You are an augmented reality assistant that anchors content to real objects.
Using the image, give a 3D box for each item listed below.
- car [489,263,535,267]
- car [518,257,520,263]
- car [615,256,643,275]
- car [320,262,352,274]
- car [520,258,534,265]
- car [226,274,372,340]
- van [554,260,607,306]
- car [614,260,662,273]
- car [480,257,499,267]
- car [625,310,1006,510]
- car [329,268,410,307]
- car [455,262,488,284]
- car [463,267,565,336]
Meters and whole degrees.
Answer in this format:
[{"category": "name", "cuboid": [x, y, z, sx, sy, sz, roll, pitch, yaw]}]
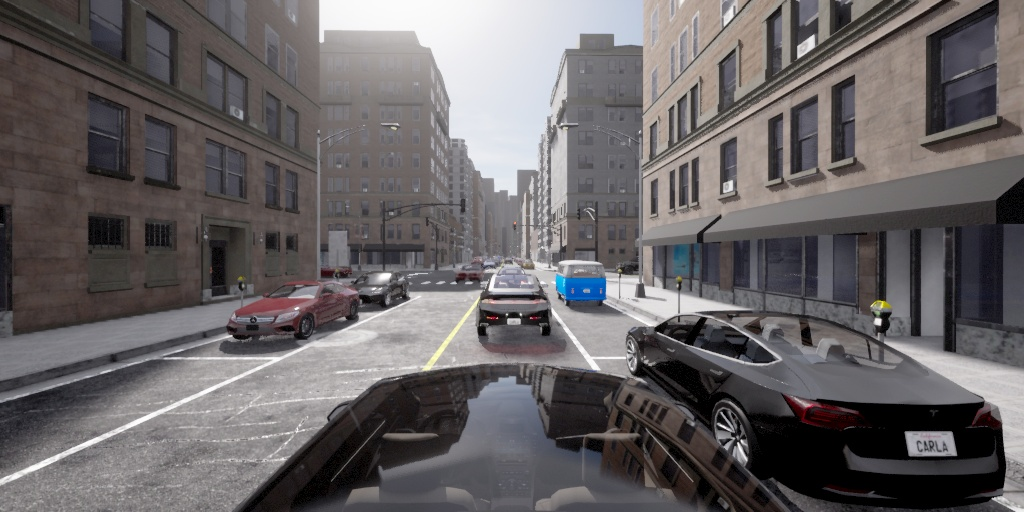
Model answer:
[{"category": "car", "cuboid": [-0.034, 1.297, 20.131, 2.033, 1.411, 5.357, 0, 0, 0]}, {"category": "car", "cuboid": [2.462, 1.179, 60.133, 1.967, 1.591, 4.097, 0, 0, -1]}, {"category": "car", "cuboid": [14.107, 0.964, 38.823, 5.566, 2.045, 2.150, 0, 0, -1]}, {"category": "car", "cuboid": [-16.657, 1.340, 31.695, 4.718, 1.301, 1.895, 0, 0, -1]}, {"category": "car", "cuboid": [2.546, 1.267, 54.778, 1.751, 1.417, 4.829, 0, 0, -1]}, {"category": "car", "cuboid": [-5.683, 1.332, 9.942, 1.802, 1.307, 4.207, 0, 0, 0]}, {"category": "van", "cuboid": [2.831, 1.090, 15.419, 1.690, 1.789, 3.998, 0, 0, 0]}, {"category": "car", "cuboid": [14.726, 1.211, 42.081, 5.008, 1.535, 1.882, 0, 0, -1]}, {"category": "car", "cuboid": [-3.414, 1.289, 55.255, 2.033, 1.411, 5.357, 0, 0, -1]}, {"category": "car", "cuboid": [2.852, 1.316, 4.522, 1.948, 1.339, 4.313, 0, 0, 0]}, {"category": "car", "cuboid": [-5.694, 1.315, 15.393, 1.948, 1.339, 4.313, 0, 0, 0]}, {"category": "car", "cuboid": [-3.152, 1.350, 27.455, 1.895, 1.301, 4.718, 0, 0, 0]}, {"category": "car", "cuboid": [0.057, 1.241, 10.388, 2.128, 1.511, 4.902, 0, 0, 0]}]
